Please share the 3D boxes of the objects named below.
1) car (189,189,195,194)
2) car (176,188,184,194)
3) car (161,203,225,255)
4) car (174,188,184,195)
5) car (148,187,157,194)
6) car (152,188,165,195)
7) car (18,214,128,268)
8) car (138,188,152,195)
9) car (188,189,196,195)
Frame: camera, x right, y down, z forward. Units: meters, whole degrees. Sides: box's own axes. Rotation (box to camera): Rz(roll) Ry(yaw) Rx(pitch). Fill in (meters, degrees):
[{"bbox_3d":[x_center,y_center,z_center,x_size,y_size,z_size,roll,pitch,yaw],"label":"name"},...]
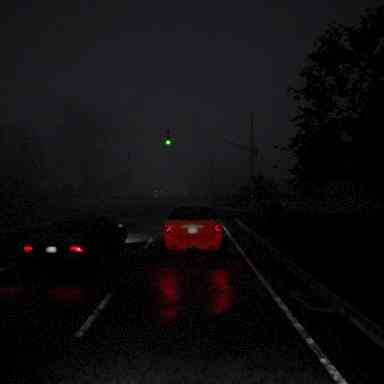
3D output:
[{"bbox_3d":[-0.002,-0.096,94.544,1.882,1.535,5.008,0,-1,0],"label":"car"},{"bbox_3d":[-3.502,-0.219,94.515,2.097,1.767,4.553,0,-1,0],"label":"car"},{"bbox_3d":[0.046,1.190,12.728,2.097,1.767,4.553,0,1,1],"label":"car"},{"bbox_3d":[-3.502,0.081,84.549,1.895,1.301,4.718,0,-1,0],"label":"car"},{"bbox_3d":[-10.502,-0.375,88.280,1.882,1.535,5.008,0,-1,0],"label":"car"},{"bbox_3d":[-7.001,-0.122,72.666,1.837,1.490,4.892,0,-1,0],"label":"car"},{"bbox_3d":[-3.475,1.427,10.765,2.033,1.411,5.357,0,1,0],"label":"car"},{"bbox_3d":[-10.501,-0.083,72.665,2.033,1.411,5.357,0,-1,0],"label":"car"},{"bbox_3d":[-0.002,-0.019,84.103,1.837,1.490,4.892,0,-1,0],"label":"car"}]
